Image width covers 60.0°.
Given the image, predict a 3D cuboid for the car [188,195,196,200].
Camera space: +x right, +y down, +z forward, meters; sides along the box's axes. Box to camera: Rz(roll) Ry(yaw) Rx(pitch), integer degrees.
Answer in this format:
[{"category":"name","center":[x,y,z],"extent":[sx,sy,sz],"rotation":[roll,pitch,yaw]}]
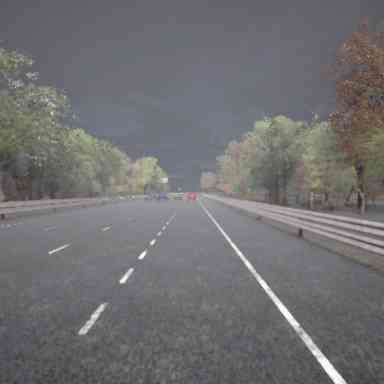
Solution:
[{"category":"car","center":[-0.042,1.502,91.448],"extent":[1.994,1.385,4.181],"rotation":[0,0,0]}]

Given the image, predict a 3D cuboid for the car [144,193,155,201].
[{"category":"car","center":[-10.537,1.388,81.015],"extent":[2.033,1.411,5.357],"rotation":[0,0,0]}]

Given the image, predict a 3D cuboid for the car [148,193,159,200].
[{"category":"car","center":[-10.542,1.173,91.473],"extent":[2.150,2.045,5.566],"rotation":[0,0,0]}]

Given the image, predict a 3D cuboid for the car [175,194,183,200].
[{"category":"car","center":[-3.541,1.449,91.446],"extent":[1.837,1.490,4.892],"rotation":[0,0,0]}]

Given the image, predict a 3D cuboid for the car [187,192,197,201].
[{"category":"car","center":[-0.037,1.075,81.050],"extent":[2.150,2.045,5.566],"rotation":[0,0,0]}]

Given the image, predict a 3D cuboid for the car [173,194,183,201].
[{"category":"car","center":[-3.537,1.373,81.434],"extent":[1.812,1.442,4.674],"rotation":[0,0,0]}]

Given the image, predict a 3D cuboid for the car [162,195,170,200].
[{"category":"car","center":[-7.041,1.543,91.475],"extent":[1.895,1.301,4.718],"rotation":[0,0,0]}]

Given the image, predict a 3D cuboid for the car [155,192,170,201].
[{"category":"car","center":[-7.036,1.073,81.047],"extent":[2.150,2.045,5.566],"rotation":[0,0,0]}]
